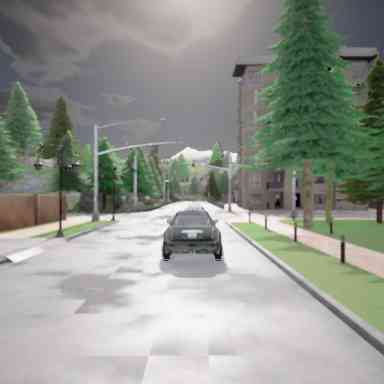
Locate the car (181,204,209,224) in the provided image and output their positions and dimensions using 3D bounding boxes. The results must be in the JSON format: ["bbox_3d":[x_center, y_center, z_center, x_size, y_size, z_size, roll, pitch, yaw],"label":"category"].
[{"bbox_3d":[0.339,1.845,28.750,1.812,1.442,4.674,0,0,8],"label":"car"}]

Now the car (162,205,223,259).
[{"bbox_3d":[0.021,1.499,13.314,2.097,1.767,4.553,0,-1,0],"label":"car"}]
